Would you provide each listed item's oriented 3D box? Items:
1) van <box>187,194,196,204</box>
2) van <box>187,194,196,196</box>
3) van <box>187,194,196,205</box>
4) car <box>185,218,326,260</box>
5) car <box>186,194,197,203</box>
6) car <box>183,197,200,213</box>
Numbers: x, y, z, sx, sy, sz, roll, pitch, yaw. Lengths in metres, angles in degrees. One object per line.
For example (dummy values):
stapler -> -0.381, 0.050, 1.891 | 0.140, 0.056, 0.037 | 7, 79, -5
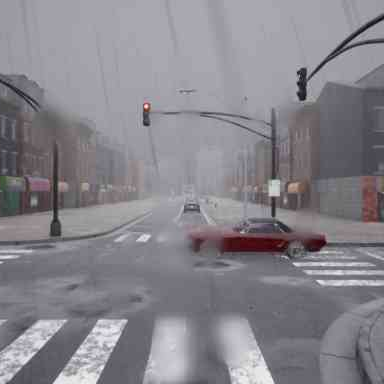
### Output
van -> -0.112, 1.348, 64.740 | 1.690, 1.788, 3.998 | 0, 0, 0
van -> -0.073, 1.341, 53.529 | 1.690, 1.788, 3.998 | 0, 0, 0
van -> -0.093, 1.344, 59.135 | 1.690, 1.788, 3.998 | 0, 0, 0
car -> 2.103, 1.605, 11.888 | 4.718, 1.301, 1.895 | 0, 0, 0
car -> -0.132, 1.326, 70.345 | 2.192, 1.841, 5.009 | 0, 0, 0
car -> -0.012, 1.563, 36.712 | 1.947, 1.339, 4.313 | 0, 0, 0
